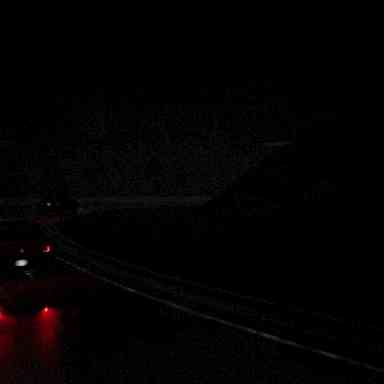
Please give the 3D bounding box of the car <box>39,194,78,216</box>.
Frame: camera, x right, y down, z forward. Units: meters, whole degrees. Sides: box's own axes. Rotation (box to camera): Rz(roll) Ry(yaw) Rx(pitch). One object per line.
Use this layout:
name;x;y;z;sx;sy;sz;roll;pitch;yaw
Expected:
car;-13.218;1.244;33.317;2.150;2.045;5.566;0;0;-1

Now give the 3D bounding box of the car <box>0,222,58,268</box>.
car;-5.880;1.600;10.669;1.895;1.301;4.718;0;0;-37
